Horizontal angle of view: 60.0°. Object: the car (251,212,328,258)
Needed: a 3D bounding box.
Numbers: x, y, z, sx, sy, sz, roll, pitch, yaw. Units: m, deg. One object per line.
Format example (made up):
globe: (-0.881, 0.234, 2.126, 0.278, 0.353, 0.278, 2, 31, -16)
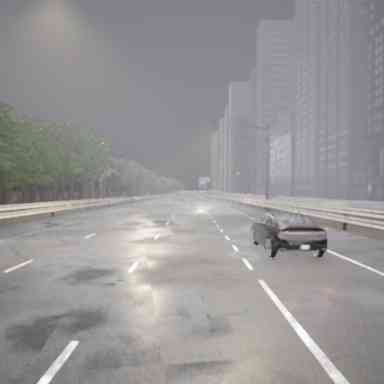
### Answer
car: (3.505, 1.503, 12.748, 2.128, 1.511, 4.902, 0, 0, 0)
